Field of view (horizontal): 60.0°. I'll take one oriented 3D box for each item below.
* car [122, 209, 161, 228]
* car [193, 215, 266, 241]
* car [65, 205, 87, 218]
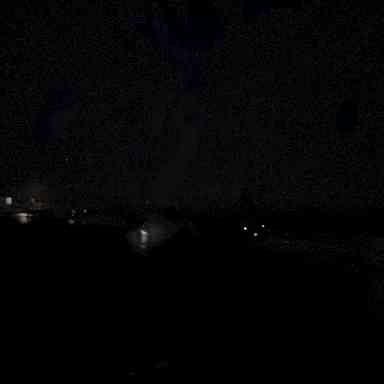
[{"bbox_3d":[-4.585,2.303,29.648,1.837,1.490,4.892,-3,0,-36],"label":"car"},{"bbox_3d":[2.189,2.100,20.172,1.895,1.301,4.718,-3,0,-37],"label":"car"},{"bbox_3d":[-16.249,2.660,46.202,2.097,1.767,4.553,-3,0,-35],"label":"car"}]
